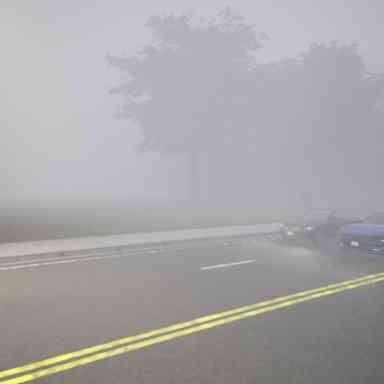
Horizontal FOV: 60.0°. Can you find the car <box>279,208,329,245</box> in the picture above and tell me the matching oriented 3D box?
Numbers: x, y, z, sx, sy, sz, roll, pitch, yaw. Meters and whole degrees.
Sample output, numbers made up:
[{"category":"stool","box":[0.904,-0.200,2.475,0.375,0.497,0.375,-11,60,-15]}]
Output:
[{"category":"car","box":[6.099,1.453,15.169,4.674,1.442,1.812,0,0,-32]}]

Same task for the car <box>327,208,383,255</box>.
[{"category":"car","box":[7.458,1.405,12.204,5.008,1.535,1.882,0,0,-31]}]
